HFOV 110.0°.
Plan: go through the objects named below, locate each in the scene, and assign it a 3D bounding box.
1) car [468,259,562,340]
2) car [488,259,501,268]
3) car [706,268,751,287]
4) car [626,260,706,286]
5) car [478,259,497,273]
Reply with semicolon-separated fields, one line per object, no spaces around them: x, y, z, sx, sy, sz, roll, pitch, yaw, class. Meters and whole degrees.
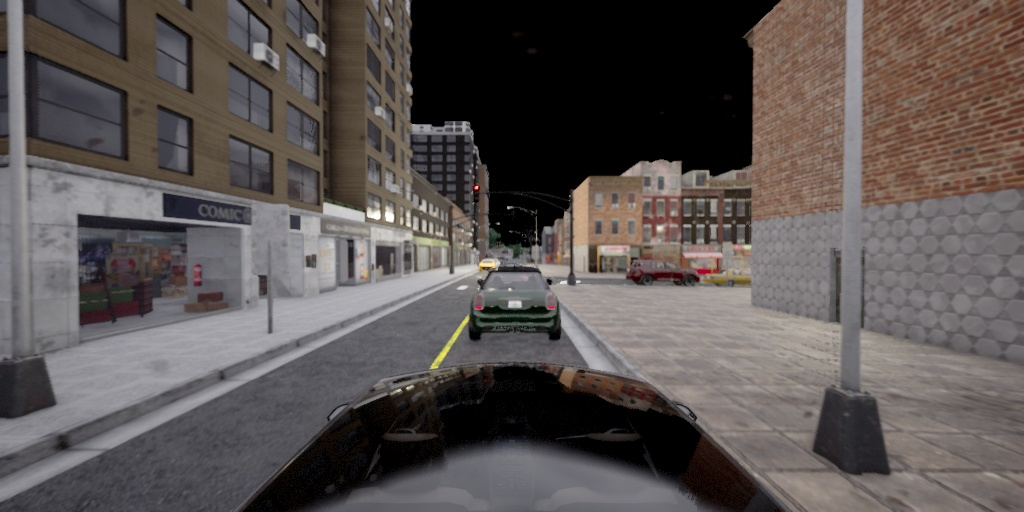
0.075;1.046;9.892;2.097;1.767;4.553;0;0;0;car
-2.844;1.243;58.601;1.812;1.442;4.674;0;0;0;car
16.498;1.537;25.920;4.829;1.417;1.751;0;0;0;car
10.783;1.225;25.927;5.009;1.841;2.192;0;0;0;car
-2.862;1.128;42.529;1.882;1.535;5.008;0;0;0;car
